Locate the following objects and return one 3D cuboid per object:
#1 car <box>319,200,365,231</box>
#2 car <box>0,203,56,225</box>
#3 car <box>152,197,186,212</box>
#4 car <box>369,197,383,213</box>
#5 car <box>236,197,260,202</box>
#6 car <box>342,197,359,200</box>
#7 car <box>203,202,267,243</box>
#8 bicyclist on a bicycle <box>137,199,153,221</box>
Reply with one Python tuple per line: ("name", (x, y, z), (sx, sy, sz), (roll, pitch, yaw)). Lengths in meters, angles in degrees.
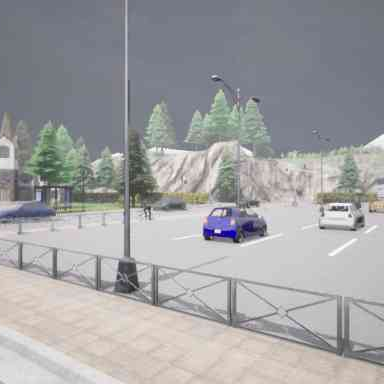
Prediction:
("car", (8.829, 1.399, 19.453), (1.970, 1.475, 3.806), (0, 0, 35))
("car", (-12.567, 1.541, 24.836), (1.812, 1.442, 4.674), (0, 0, 35))
("car", (-2.640, 1.368, 38.969), (2.097, 1.767, 4.553), (0, 0, 35))
("car", (19.813, 1.346, 34.545), (2.152, 1.636, 5.027), (0, 0, 35))
("car", (8.091, 1.506, 47.708), (2.128, 1.511, 4.902), (0, 0, 38))
("car", (17.232, 1.355, 36.328), (2.007, 1.523, 4.514), (0, 0, 35))
("car", (2.086, 1.389, 15.154), (1.845, 1.501, 3.633), (0, 0, 35))
("bicyclist on a bicycle", (-3.517, 1.316, 24.711), (1.656, 1.620, 0.582), (0, 0, 35))
